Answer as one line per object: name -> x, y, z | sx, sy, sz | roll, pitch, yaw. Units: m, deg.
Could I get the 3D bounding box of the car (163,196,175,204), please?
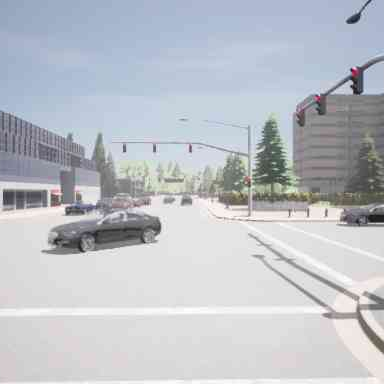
car -> -4.577, 1.547, 64.694 | 2.033, 1.411, 5.357 | 0, 0, -1

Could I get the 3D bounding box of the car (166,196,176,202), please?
car -> -4.723, 1.509, 75.330 | 1.895, 1.301, 4.718 | 0, 0, -1

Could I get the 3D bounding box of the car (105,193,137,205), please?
car -> -7.775, 1.352, 36.765 | 2.097, 1.767, 4.553 | 0, 0, -1

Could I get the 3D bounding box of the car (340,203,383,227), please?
car -> 12.501, 1.492, 22.300 | 4.902, 1.511, 2.128 | 0, 0, -1

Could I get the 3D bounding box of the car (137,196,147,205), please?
car -> -7.910, 1.564, 46.622 | 1.994, 1.385, 4.181 | 0, 0, -1

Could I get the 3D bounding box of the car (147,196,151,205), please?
car -> -8.041, 1.478, 56.617 | 1.882, 1.535, 5.008 | 0, 0, 0

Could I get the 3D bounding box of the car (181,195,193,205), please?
car -> -0.883, 1.505, 57.761 | 1.837, 1.490, 4.892 | 0, 0, -1

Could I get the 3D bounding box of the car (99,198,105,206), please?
car -> -11.382, 1.505, 44.137 | 1.837, 1.490, 4.892 | 0, 0, -1

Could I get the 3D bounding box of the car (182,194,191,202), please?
car -> -1.217, 1.355, 75.084 | 2.097, 1.767, 4.553 | 0, 0, -1

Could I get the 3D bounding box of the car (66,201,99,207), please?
car -> -11.237, 1.601, 33.692 | 1.895, 1.301, 4.718 | 0, 0, -1

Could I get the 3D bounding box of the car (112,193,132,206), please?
car -> -11.517, 1.221, 54.843 | 2.150, 2.045, 5.566 | 0, 0, 0

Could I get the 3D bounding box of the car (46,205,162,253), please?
car -> -3.460, 1.491, 13.912 | 2.128, 1.511, 4.902 | -1, 0, 44
